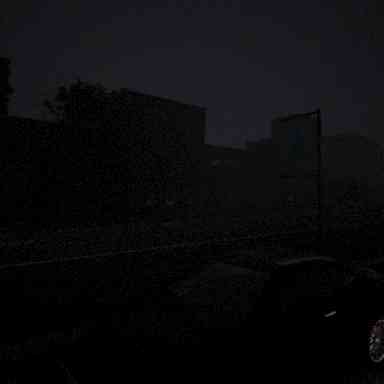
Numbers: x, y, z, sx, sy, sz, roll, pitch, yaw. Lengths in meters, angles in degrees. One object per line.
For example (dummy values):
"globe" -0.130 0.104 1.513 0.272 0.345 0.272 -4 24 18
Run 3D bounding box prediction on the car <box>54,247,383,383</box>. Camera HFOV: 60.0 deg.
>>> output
"car" 0.792 1.503 4.178 4.674 1.442 1.812 0 0 -35
